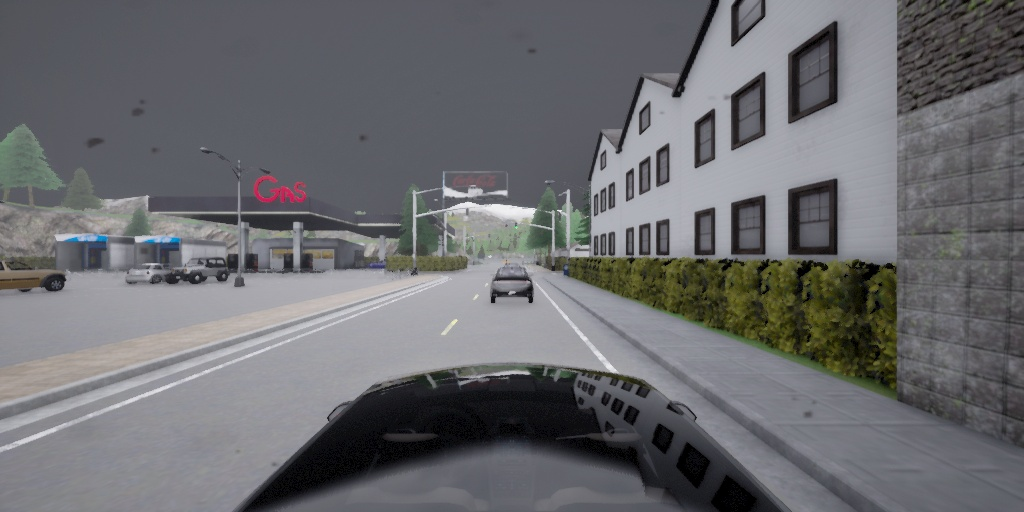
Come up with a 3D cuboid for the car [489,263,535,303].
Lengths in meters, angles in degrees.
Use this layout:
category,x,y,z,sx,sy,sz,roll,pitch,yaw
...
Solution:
category,x,y,z,sx,sy,sz,roll,pitch,yaw
car,0.000,1.243,16.500,2.128,1.511,4.902,0,0,0
